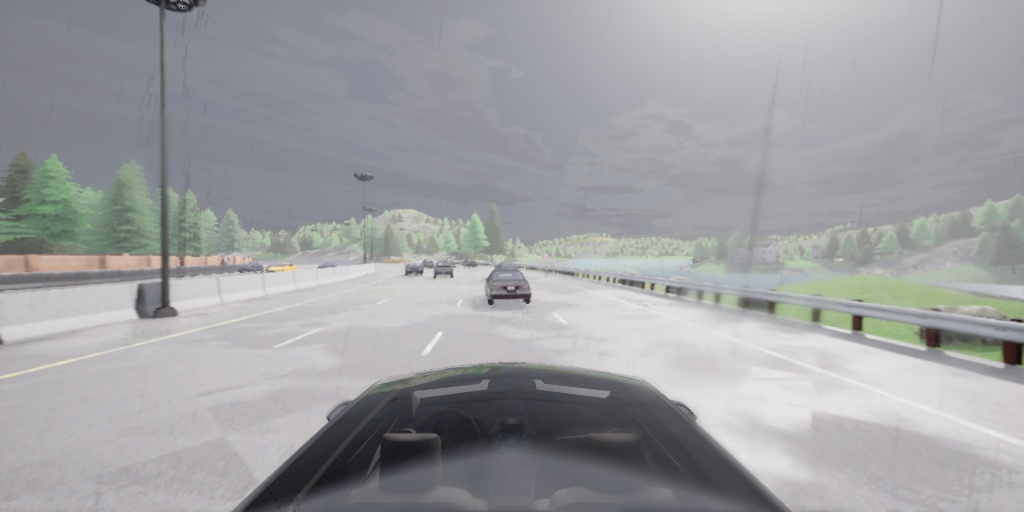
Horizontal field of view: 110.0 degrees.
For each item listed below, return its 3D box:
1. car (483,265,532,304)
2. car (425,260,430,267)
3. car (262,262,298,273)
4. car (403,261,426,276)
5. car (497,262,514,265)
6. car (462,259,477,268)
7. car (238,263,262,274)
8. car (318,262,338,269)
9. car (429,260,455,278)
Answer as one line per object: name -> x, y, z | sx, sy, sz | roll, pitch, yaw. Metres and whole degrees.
car -> -0.292, 1.301, 16.445 | 2.033, 1.411, 5.357 | -1, 0, -6
car -> -14.925, 1.397, 63.388 | 2.128, 1.511, 4.902 | 0, 0, -21
car -> -26.238, 1.497, 41.127 | 1.882, 1.535, 5.008 | 0, 0, -15
car -> -10.851, 1.463, 39.937 | 1.895, 1.301, 4.718 | -1, 0, -14
car -> -0.708, 1.323, 40.943 | 1.994, 1.385, 4.181 | -1, 0, -13
car -> -7.708, 1.337, 64.300 | 1.837, 1.490, 4.892 | 0, 0, -21
car -> -36.226, 1.668, 49.980 | 2.033, 1.411, 5.357 | -1, 0, -19
car -> -24.648, 1.551, 48.280 | 2.033, 1.411, 5.357 | -1, 0, -17
car -> -6.804, 1.313, 35.572 | 2.128, 1.511, 4.902 | 0, 0, -12
